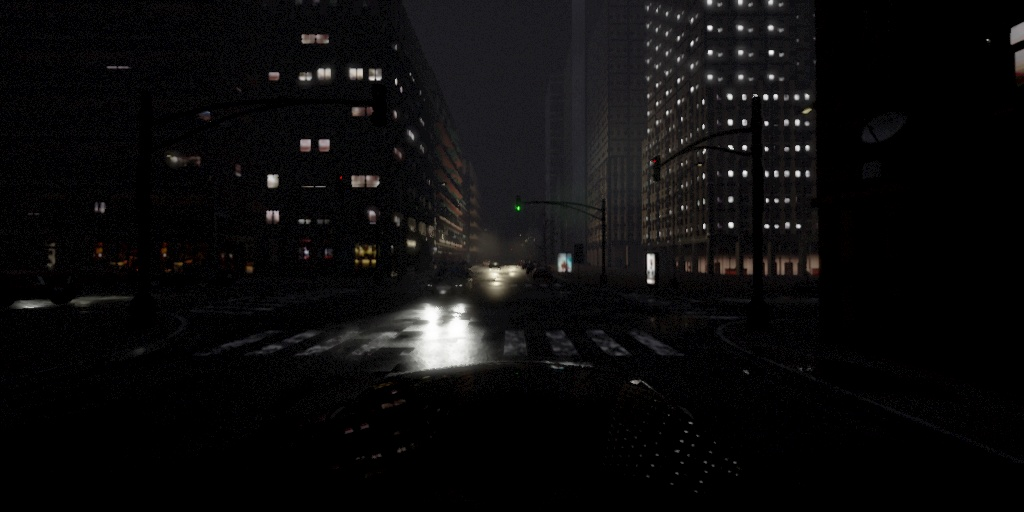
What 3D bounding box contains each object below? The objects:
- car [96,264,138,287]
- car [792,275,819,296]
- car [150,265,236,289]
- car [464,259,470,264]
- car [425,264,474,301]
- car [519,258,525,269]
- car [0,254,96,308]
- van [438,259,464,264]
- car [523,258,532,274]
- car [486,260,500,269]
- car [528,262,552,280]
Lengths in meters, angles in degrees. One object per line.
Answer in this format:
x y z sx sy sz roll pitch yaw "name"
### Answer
-24.372 1.123 21.158 4.207 1.307 1.802 0 0 0 "car"
19.385 1.729 21.618 4.403 1.370 2.007 0 0 0 "car"
-18.802 1.187 21.199 4.313 1.339 1.948 0 0 0 "car"
-5.705 1.235 37.905 2.192 1.841 5.009 0 0 0 "car"
-3.007 1.318 18.075 2.128 1.511 4.902 0 0 0 "car"
2.666 1.471 60.018 1.967 1.591 4.097 0 0 0 "car"
-18.777 0.831 12.820 5.009 1.841 2.192 0 0 0 "car"
-5.703 1.234 32.378 1.690 1.789 3.998 0 0 0 "van"
2.673 1.387 43.436 1.967 1.591 4.097 0 0 0 "car"
-3.028 1.526 63.453 2.033 1.411 5.357 0 0 0 "car"
2.678 1.475 32.380 1.802 1.307 4.207 0 0 0 "car"
